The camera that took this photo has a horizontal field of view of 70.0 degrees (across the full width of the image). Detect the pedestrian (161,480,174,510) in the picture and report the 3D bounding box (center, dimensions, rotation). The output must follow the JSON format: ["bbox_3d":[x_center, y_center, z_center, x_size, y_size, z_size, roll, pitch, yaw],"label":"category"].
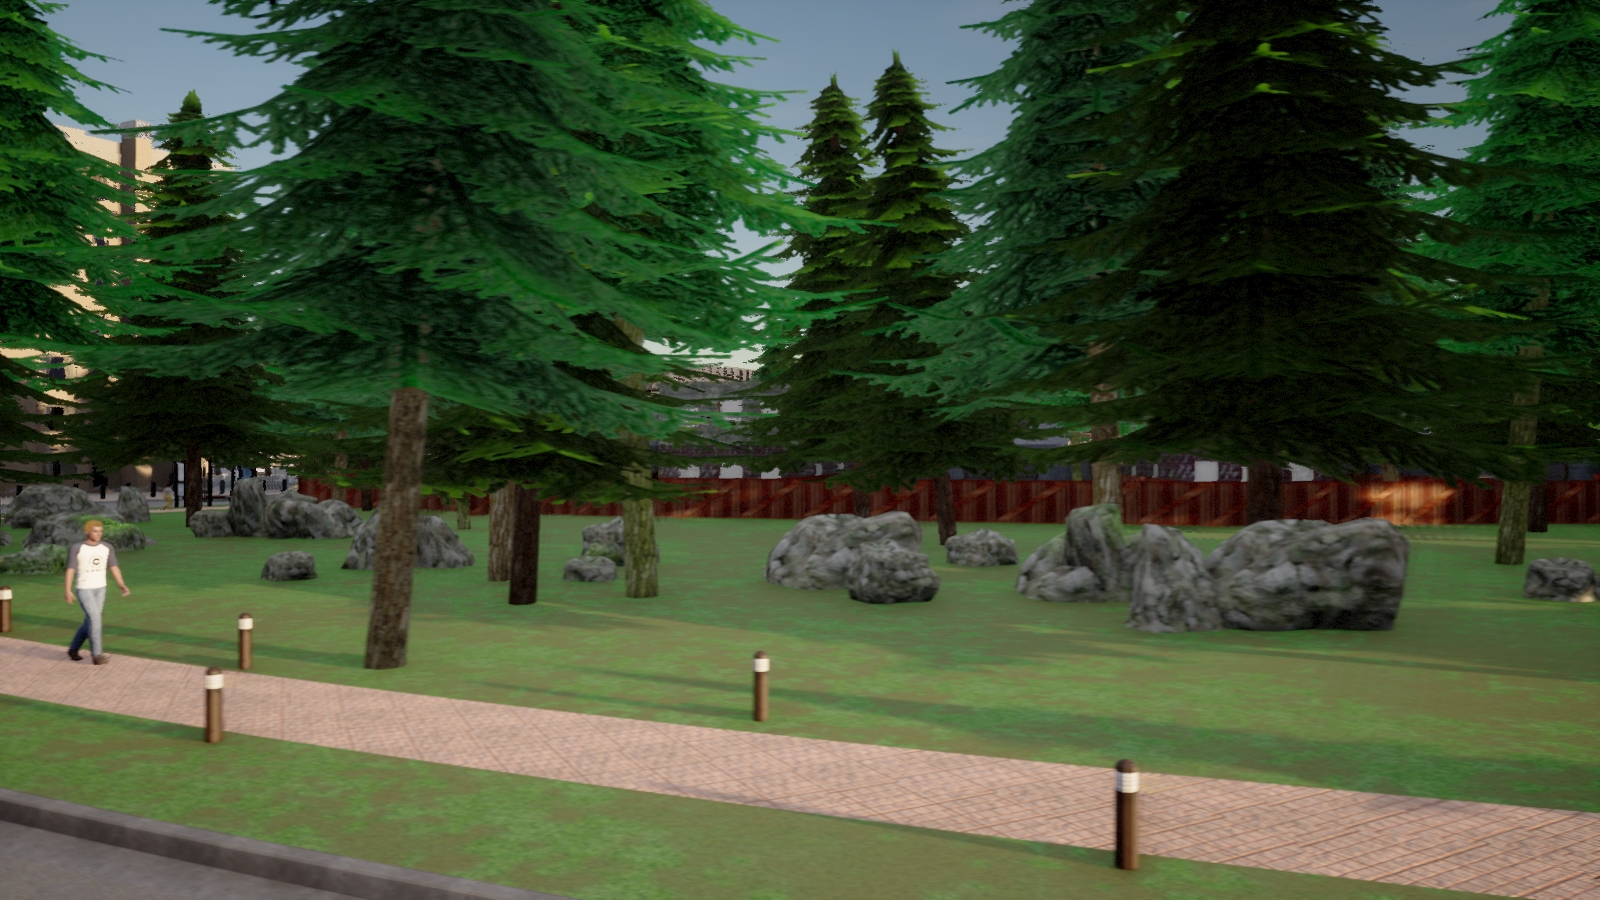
[{"bbox_3d":[-27.910,1.971,50.420,0.375,1.300,0.375,0,0,28],"label":"pedestrian"}]

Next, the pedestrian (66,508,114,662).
[{"bbox_3d":[-8.854,1.668,14.245,0.375,1.860,0.375,0,0,31],"label":"pedestrian"}]
